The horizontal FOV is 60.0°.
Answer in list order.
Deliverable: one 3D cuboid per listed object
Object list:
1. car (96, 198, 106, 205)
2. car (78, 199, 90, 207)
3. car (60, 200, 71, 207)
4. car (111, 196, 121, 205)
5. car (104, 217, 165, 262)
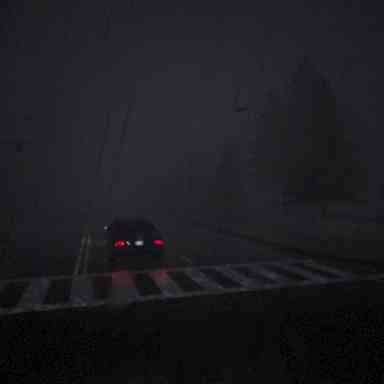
[{"bbox_3d":[-21.521,2.113,78.796,2.097,1.767,4.553,0,-1,-16],"label":"car"},{"bbox_3d":[-21.796,2.194,67.206,2.128,1.511,4.902,0,-1,-16],"label":"car"},{"bbox_3d":[-25.234,2.257,66.492,1.895,1.301,4.718,0,-1,-16],"label":"car"},{"bbox_3d":[-18.177,1.994,79.832,2.150,2.045,5.566,0,-1,-16],"label":"car"},{"bbox_3d":[-2.339,1.677,12.858,2.033,1.411,5.357,0,-1,-16],"label":"car"}]
